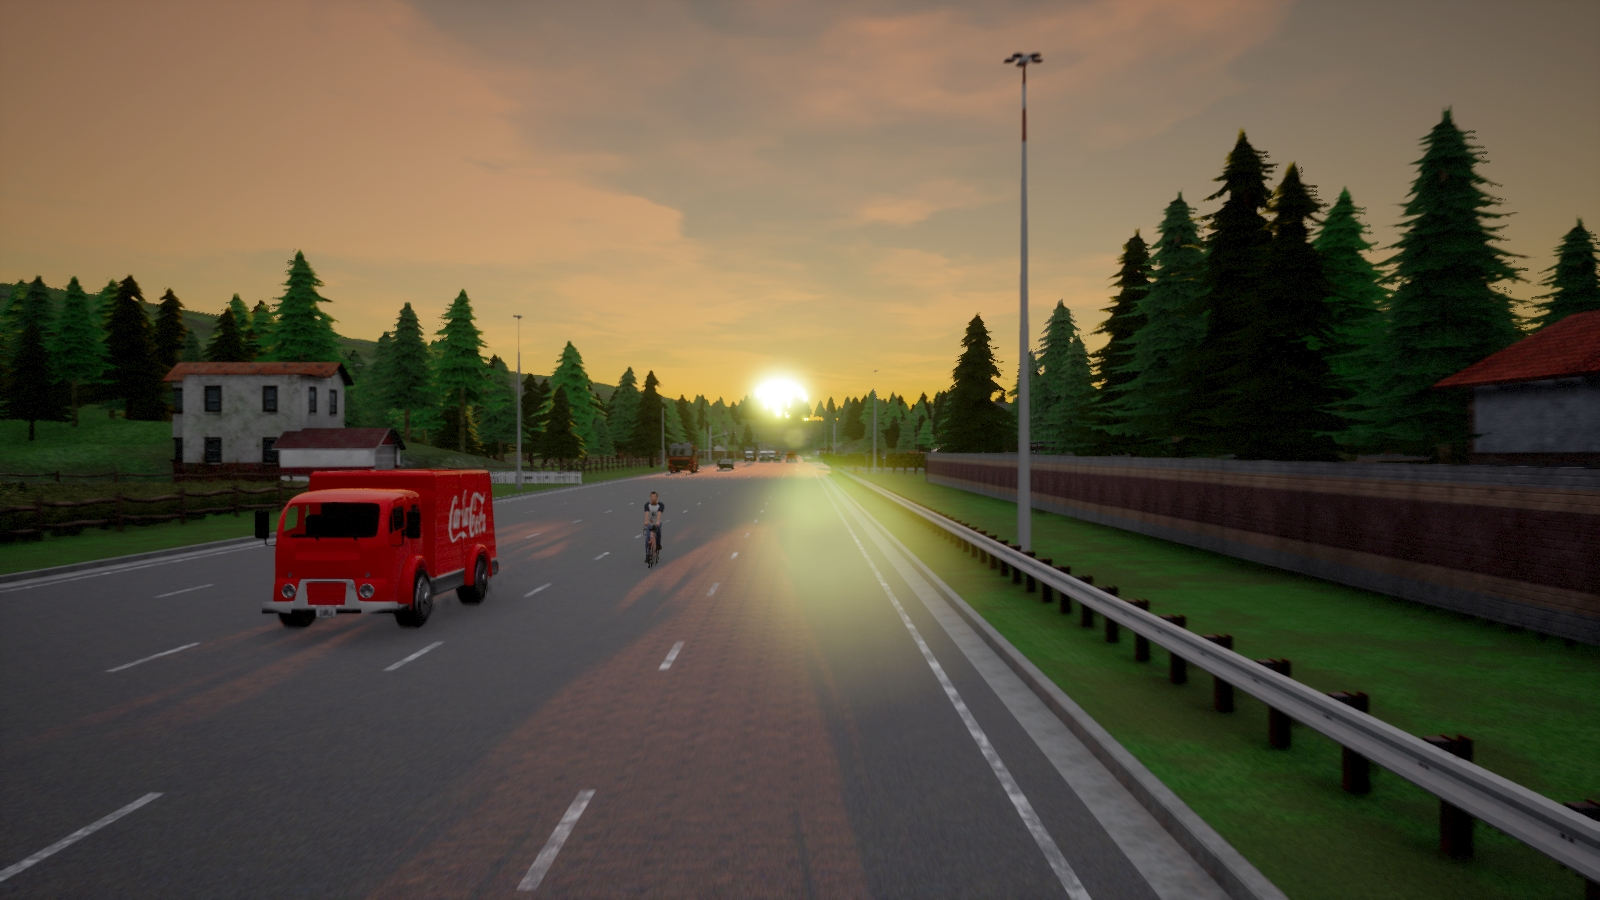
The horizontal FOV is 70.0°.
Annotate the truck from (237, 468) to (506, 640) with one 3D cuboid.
[{"bbox_3d":[-6.996,1.569,19.462,2.627,2.467,5.204,0,0,0],"label":"truck"}]

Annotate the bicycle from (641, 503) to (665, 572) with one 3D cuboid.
[{"bbox_3d":[-3.495,2.056,27.218,0.373,1.496,1.643,0,0,0],"label":"bicycle"}]
